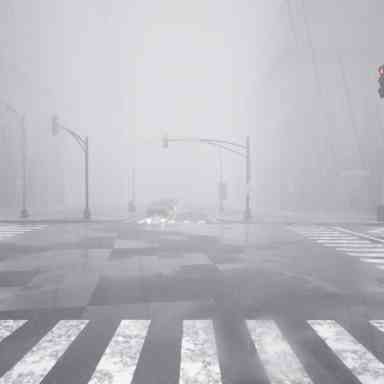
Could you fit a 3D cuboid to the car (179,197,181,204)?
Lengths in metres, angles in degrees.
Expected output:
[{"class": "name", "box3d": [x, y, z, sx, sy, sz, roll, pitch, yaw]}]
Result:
[{"class": "car", "box3d": [-3.115, 1.554, 51.489, 1.994, 1.385, 4.181, 0, 0, 1]}]

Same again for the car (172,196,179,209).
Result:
[{"class": "car", "box3d": [-3.128, 1.539, 41.406, 2.033, 1.411, 5.357, 0, 0, 0]}]

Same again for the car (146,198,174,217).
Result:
[{"class": "car", "box3d": [-3.123, 1.541, 31.334, 2.033, 1.411, 5.357, 0, 0, 0]}]

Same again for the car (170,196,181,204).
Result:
[{"class": "car", "box3d": [-3.063, 1.467, 62.593, 1.882, 1.535, 5.008, 0, 0, 1]}]

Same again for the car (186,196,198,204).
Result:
[{"class": "car", "box3d": [-0.021, 1.515, 62.664, 1.812, 1.442, 4.674, 0, 0, 0]}]
